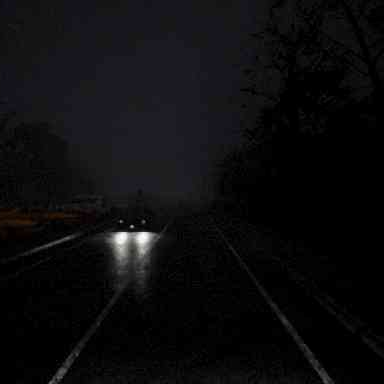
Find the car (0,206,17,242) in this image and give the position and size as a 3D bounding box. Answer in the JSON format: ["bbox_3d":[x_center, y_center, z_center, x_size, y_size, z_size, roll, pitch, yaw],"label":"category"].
[{"bbox_3d":[-10.403,1.500,13.454,5.366,1.575,1.946,0,0,0],"label":"car"}]

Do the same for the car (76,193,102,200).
[{"bbox_3d":[-23.595,1.104,76.595,5.366,1.575,1.946,0,0,0],"label":"car"}]

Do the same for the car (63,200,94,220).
[{"bbox_3d":[-10.199,1.586,24.555,4.892,1.521,2.231,0,0,0],"label":"car"}]

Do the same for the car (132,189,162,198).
[{"bbox_3d":[-10.358,0.859,76.616,5.566,2.045,2.435,0,0,0],"label":"car"}]

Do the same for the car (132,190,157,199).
[{"bbox_3d":[-10.378,1.006,71.044,4.553,1.767,2.185,0,0,0],"label":"car"}]

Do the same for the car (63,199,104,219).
[{"bbox_3d":[-10.372,1.604,27.332,5.366,1.575,1.946,0,0,0],"label":"car"}]

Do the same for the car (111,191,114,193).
[{"bbox_3d":[-23.379,1.002,84.836,5.008,1.535,2.097,0,1,0],"label":"car"}]

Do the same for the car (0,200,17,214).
[{"bbox_3d":[-23.236,1.692,38.336,5.008,1.535,2.097,0,0,0],"label":"car"}]

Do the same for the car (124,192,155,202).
[{"bbox_3d":[-10.335,1.158,65.474,4.792,1.488,2.163,0,0,0],"label":"car"}]

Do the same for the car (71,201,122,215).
[{"bbox_3d":[-10.138,1.704,35.659,4.792,1.488,2.163,0,0,0],"label":"car"}]

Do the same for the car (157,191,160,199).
[{"bbox_3d":[-10.333,1.126,73.824,5.008,1.535,2.097,0,0,0],"label":"car"}]

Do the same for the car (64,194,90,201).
[{"bbox_3d":[-23.438,1.167,68.105,4.674,1.452,2.002,0,0,0],"label":"car"}]

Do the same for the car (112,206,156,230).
[{"bbox_3d":[-3.388,1.583,21.458,2.033,1.411,5.357,0,0,0],"label":"car"}]

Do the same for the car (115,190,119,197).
[{"bbox_3d":[-23.361,0.880,90.543,4.892,1.521,2.231,0,1,0],"label":"car"}]

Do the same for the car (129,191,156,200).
[{"bbox_3d":[-10.385,1.160,68.258,4.792,1.488,2.163,0,0,0],"label":"car"}]

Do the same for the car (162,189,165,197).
[{"bbox_3d":[-10.264,0.821,87.764,4.553,1.767,2.185,0,1,0],"label":"car"}]

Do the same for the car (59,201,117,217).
[{"bbox_3d":[-10.179,1.652,32.883,5.008,1.535,2.097,0,0,0],"label":"car"}]

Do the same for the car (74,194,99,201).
[{"bbox_3d":[-23.447,1.152,73.802,4.792,1.488,2.163,0,0,0],"label":"car"}]

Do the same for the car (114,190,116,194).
[{"bbox_3d":[-23.370,0.947,87.626,5.008,1.535,2.097,0,1,0],"label":"car"}]

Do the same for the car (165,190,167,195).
[{"bbox_3d":[-10.307,0.837,93.341,4.792,1.488,2.163,0,2,0],"label":"car"}]

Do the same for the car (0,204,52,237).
[{"bbox_3d":[-10.026,1.516,16.106,5.366,1.575,1.946,0,0,0],"label":"car"}]

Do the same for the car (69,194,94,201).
[{"bbox_3d":[-23.430,1.169,70.890,4.674,1.452,2.002,0,0,0],"label":"car"}]

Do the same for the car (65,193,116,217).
[{"bbox_3d":[-10.208,1.378,30.110,5.566,2.045,2.435,0,0,0],"label":"car"}]

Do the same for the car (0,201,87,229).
[{"bbox_3d":[-10.013,1.559,21.779,5.366,1.575,1.946,0,0,0],"label":"car"}]
